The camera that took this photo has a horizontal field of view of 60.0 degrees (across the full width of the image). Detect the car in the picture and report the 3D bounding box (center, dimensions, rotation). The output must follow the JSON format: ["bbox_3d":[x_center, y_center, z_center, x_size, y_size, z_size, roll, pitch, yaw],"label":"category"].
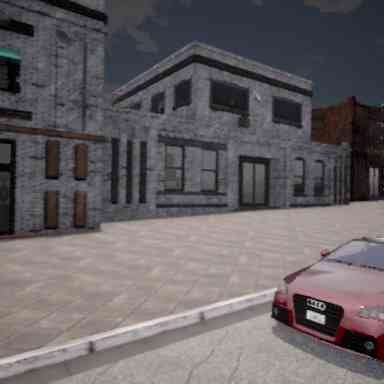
[{"bbox_3d":[3.327,1.524,5.752,4.181,1.385,1.994,-1,0,-36],"label":"car"}]
